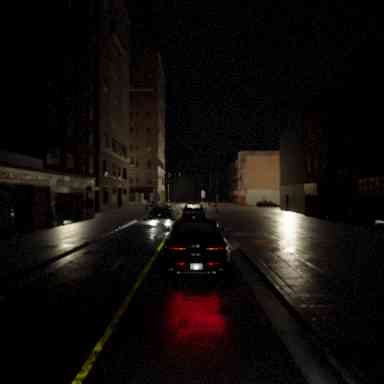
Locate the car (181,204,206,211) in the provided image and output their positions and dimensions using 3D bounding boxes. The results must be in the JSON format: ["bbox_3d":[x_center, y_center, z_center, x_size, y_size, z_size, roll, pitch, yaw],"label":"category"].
[{"bbox_3d":[0.128,1.690,26.376,2.128,1.511,4.902,0,0,0],"label":"car"}]

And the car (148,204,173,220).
[{"bbox_3d":[-2.782,1.793,30.479,1.994,1.385,4.181,0,0,0],"label":"car"}]

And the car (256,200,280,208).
[{"bbox_3d":[13.281,2.124,57.618,4.313,1.339,1.947,0,-1,0],"label":"car"}]

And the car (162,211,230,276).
[{"bbox_3d":[0.113,1.587,10.631,1.837,1.490,4.892,0,0,0],"label":"car"}]
